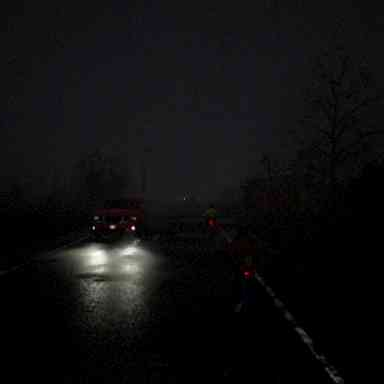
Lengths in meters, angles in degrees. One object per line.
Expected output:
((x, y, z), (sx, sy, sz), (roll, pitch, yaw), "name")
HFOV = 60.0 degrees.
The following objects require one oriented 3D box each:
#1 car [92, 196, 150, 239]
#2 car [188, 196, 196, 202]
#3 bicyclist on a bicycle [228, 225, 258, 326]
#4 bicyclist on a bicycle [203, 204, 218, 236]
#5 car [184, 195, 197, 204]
((-3.601, 1.222, 17.834), (2.150, 2.045, 5.566), (0, 0, 0), "car")
((-0.005, 1.657, 77.719), (1.895, 1.301, 4.718), (0, 0, 0), "car")
((0.959, 1.452, 6.121), (0.582, 1.620, 1.656), (0, 0, 0), "bicyclist on a bicycle")
((0.987, 1.437, 17.410), (0.866, 1.612, 1.509), (0, 0, 0), "bicyclist on a bicycle")
((0.035, 1.583, 62.072), (2.033, 1.411, 5.357), (0, 0, 1), "car")
